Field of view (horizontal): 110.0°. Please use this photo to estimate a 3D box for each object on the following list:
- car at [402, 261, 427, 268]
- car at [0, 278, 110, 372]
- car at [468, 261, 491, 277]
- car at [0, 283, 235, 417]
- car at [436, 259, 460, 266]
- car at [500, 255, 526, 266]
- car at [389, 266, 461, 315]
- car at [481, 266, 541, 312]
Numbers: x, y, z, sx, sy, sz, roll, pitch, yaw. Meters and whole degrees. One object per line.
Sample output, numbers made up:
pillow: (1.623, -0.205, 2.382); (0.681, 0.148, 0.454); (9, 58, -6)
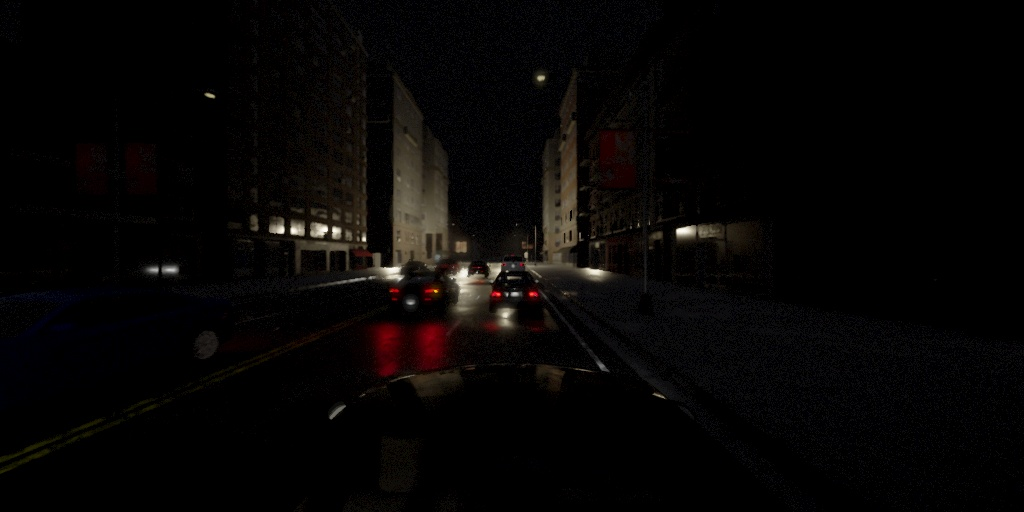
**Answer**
car: (-9.849, 1.240, 36.321); (1.837, 1.490, 4.892); (0, 1, 0)
car: (-9.849, 1.238, 5.377); (2.128, 1.511, 4.902); (0, 0, 0)
car: (-3.149, 1.240, 34.642); (1.837, 1.490, 4.892); (0, -1, 0)
car: (-6.600, 1.224, 5.203); (1.882, 1.535, 5.008); (0, 0, 0)
car: (-6.598, 1.090, 36.806); (2.097, 1.767, 4.553); (0, 0, 0)
car: (0.102, 0.949, 32.814); (2.150, 2.045, 5.566); (0, -1, 0)
car: (-3.149, 1.267, 13.459); (1.812, 1.442, 4.674); (0, 0, 0)
car: (0.101, 1.288, 14.097); (2.033, 1.411, 5.357); (0, 0, 0)
